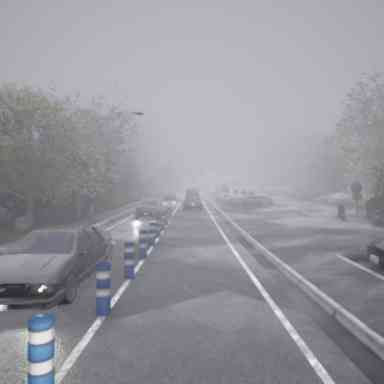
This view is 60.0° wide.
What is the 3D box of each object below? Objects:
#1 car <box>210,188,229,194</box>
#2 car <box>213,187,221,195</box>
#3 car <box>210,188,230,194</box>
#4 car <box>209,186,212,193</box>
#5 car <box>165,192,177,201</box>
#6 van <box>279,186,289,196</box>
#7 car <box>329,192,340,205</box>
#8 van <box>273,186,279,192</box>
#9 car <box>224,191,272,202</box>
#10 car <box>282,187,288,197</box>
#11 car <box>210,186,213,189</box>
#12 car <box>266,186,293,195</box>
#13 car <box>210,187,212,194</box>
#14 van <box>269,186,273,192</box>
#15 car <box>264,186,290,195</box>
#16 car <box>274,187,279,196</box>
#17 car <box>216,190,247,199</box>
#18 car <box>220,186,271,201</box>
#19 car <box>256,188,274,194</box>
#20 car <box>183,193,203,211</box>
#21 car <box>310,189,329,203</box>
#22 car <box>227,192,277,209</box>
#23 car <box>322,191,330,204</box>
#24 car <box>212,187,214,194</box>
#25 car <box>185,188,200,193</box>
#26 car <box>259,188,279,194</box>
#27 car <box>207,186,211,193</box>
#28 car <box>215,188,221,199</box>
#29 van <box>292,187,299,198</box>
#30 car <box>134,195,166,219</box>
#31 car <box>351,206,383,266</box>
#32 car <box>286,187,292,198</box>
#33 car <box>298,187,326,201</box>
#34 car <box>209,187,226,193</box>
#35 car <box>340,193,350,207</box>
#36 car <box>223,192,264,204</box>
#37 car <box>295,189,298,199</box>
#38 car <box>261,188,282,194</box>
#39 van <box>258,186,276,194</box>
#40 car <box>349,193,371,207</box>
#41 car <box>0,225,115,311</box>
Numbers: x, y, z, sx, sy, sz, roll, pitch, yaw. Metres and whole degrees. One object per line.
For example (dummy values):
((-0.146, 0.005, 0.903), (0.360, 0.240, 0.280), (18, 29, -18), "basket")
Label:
((7.184, -0.245, 87.744), (4.892, 1.521, 2.231), (0, 1, 0), "car")
((6.760, 0.453, 57.348), (5.366, 1.575, 1.946), (0, 2, 0), "car")
((7.174, -0.185, 84.968), (4.892, 1.521, 2.231), (0, 1, 0), "car")
((7.094, -0.035, 79.418), (4.792, 1.488, 2.163), (0, 1, 0), "car")
((-3.258, 0.655, 51.540), (2.033, 1.411, 5.357), (0, 1, 0), "car")
((19.982, 0.012, 65.354), (4.442, 1.987, 1.878), (0, 1, 0), "van")
((19.860, 0.990, 40.466), (4.792, 1.488, 2.163), (0, 2, 0), "car")
((20.251, -0.112, 70.907), (4.442, 1.987, 1.878), (0, 1, 0), "van")
((6.815, 0.965, 40.577), (5.008, 1.535, 2.097), (0, 2, 0), "car")
((20.097, 0.334, 62.608), (4.792, 1.488, 2.163), (0, 1, 0), "car")
((7.072, 0.026, 76.643), (4.792, 1.488, 2.163), (0, 1, 0), "car")
((20.151, -0.258, 76.446), (5.566, 2.045, 2.435), (0, 1, 0), "car")
((7.049, 0.086, 73.868), (4.792, 1.488, 2.163), (0, 1, 0), "car")
((20.040, -0.172, 73.678), (4.442, 1.987, 1.878), (0, 1, 0), "van")
((20.174, -0.319, 79.215), (5.566, 2.045, 2.435), (0, 1, 0), "car")
((20.118, 0.174, 68.144), (5.008, 1.535, 2.097), (0, 1, 0), "car")
((7.152, 0.378, 59.996), (5.366, 1.575, 1.946), (0, 2, 0), "car")
((6.861, 0.630, 43.343), (5.566, 2.045, 2.435), (0, 2, 0), "car")
((20.311, -0.330, 93.069), (4.674, 1.452, 2.002), (0, 1, 0), "car")
((0.088, 1.113, 34.253), (1.994, 1.385, 4.181), (0, 1, 0), "car")
((19.748, 0.789, 46.003), (5.366, 1.575, 1.946), (0, 2, 0), "car")
((6.758, 1.080, 37.803), (4.792, 1.488, 2.163), (0, 2, 0), "car")
((19.909, 0.916, 43.234), (4.674, 1.452, 2.002), (0, 2, 0), "car")
((7.063, 0.208, 68.316), (4.792, 1.488, 2.163), (0, 1, 0), "car")
((0.104, 0.306, 52.434), (2.150, 2.045, 5.566), (0, 1, 0), "car")
((20.273, -0.212, 87.656), (4.674, 1.452, 2.002), (0, 1, 0), "car")
((6.960, -0.128, 82.195), (5.366, 1.575, 1.946), (0, 1, 0), "car")
((6.714, 0.624, 51.677), (5.366, 1.575, 1.946), (0, 2, 0), "car")
((20.141, 0.226, 57.192), (4.442, 1.987, 1.878), (0, 2, 0), "van")
((-3.357, 1.253, 26.469), (1.837, 1.490, 4.892), (0, 2, 0), "car")
((6.781, 1.204, 7.982), (4.792, 1.488, 2.163), (0, 1, 1), "car")
((20.075, 0.403, 59.970), (4.792, 1.488, 2.163), (0, 2, 0), "car")
((20.007, 0.371, 51.531), (5.566, 2.045, 2.435), (0, 2, 0), "car")
((7.204, -0.493, 93.292), (4.553, 1.767, 2.185), (0, 1, 0), "car")
((19.899, 0.916, 37.816), (4.553, 1.767, 2.185), (0, 2, 0), "car")
((7.040, 0.793, 46.125), (5.366, 1.575, 1.946), (0, 2, 0), "car")
((19.973, 0.567, 54.308), (4.792, 1.488, 2.163), (0, 2, 0), "car")
((20.241, -0.189, 84.761), (5.008, 1.535, 2.097), (0, 1, 0), "car")
((20.409, -0.538, 90.419), (4.442, 1.987, 1.878), (0, 1, 0), "van")
((19.840, 1.126, 35.050), (5.008, 1.535, 2.097), (0, 2, 0), "car")
((-3.364, 1.592, 8.460), (2.033, 1.411, 5.357), (-1, 1, 0), "car")
